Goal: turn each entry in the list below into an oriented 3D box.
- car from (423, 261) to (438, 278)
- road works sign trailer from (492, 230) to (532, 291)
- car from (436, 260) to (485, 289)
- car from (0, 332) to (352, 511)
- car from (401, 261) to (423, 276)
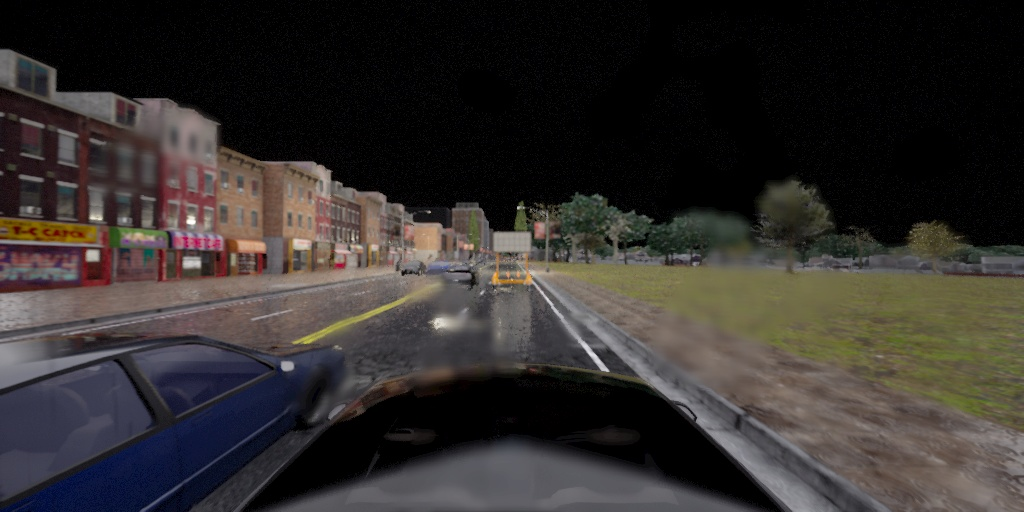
[{"bbox_3d":[-6.592,1.217,33.581,1.882,1.535,5.008,0,0,0],"label":"car"},{"bbox_3d":[0.000,0.209,21.896,2.380,3.560,2.880,0,0,0],"label":"road works sign trailer"},{"bbox_3d":[-3.149,1.236,22.937,2.128,1.511,4.902,0,0,0],"label":"car"},{"bbox_3d":[-3.149,1.297,2.528,2.033,1.411,5.357,0,0,0],"label":"car"},{"bbox_3d":[-9.840,1.243,36.494,1.837,1.490,4.892,0,0,0],"label":"car"}]
